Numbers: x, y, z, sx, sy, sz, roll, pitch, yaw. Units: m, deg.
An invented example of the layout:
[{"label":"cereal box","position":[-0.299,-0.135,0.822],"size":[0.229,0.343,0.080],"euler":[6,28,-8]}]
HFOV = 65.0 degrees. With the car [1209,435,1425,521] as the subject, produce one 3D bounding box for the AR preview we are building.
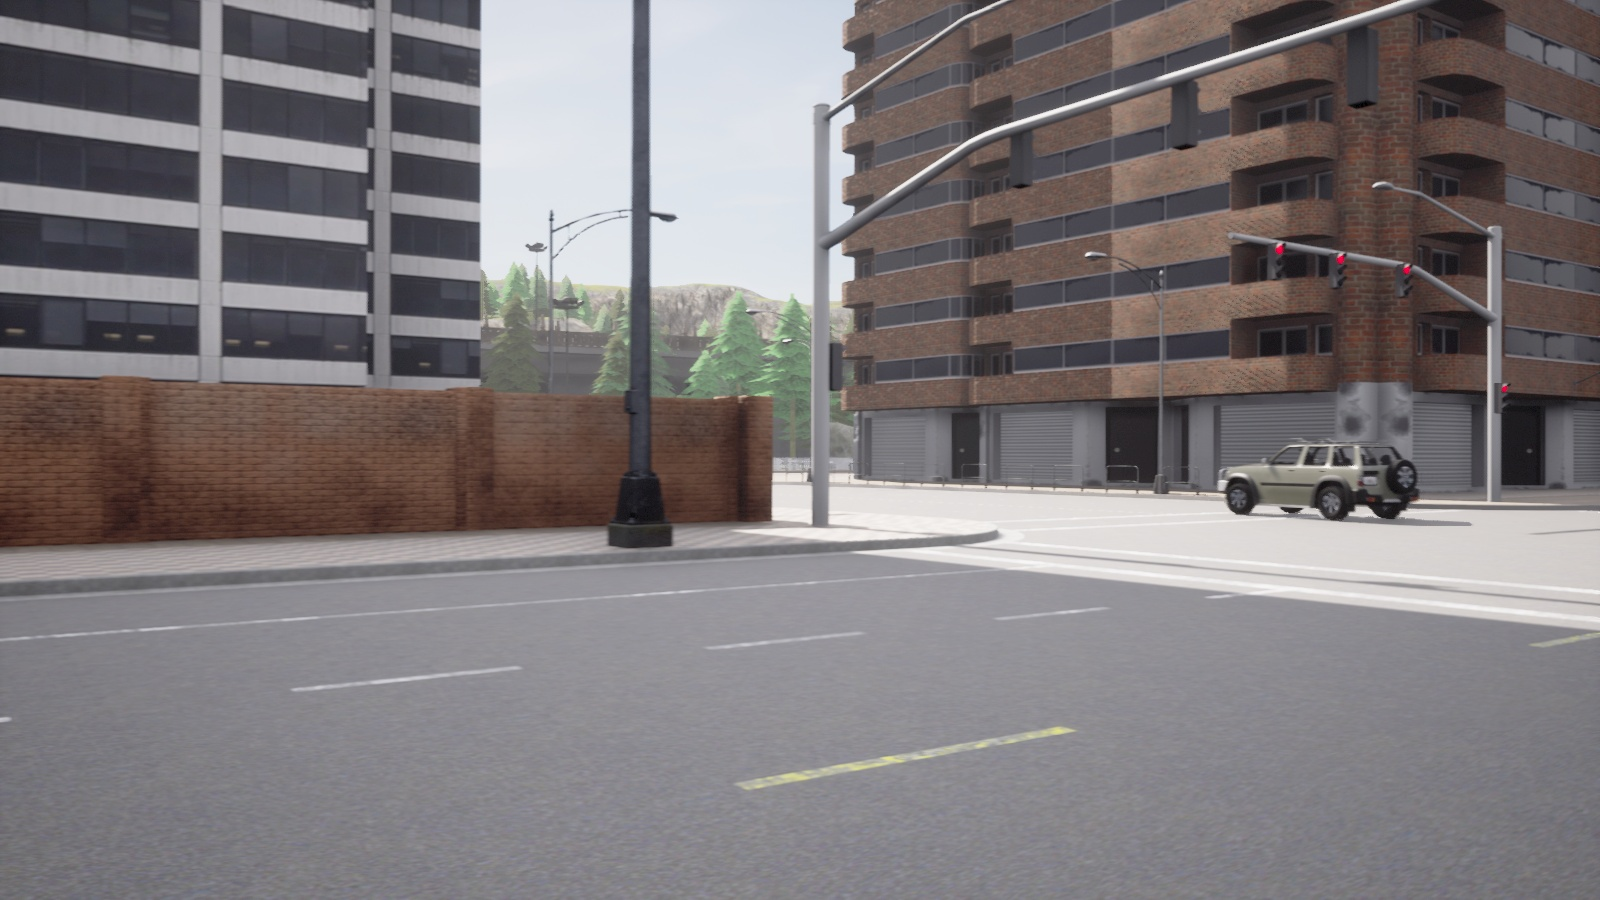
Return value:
[{"label":"car","position":[12.020,0.608,29.548],"size":[1.932,1.855,4.605],"euler":[0,0,-24]}]
